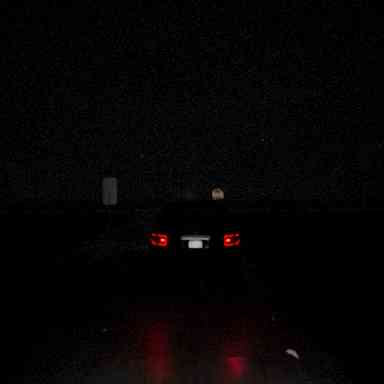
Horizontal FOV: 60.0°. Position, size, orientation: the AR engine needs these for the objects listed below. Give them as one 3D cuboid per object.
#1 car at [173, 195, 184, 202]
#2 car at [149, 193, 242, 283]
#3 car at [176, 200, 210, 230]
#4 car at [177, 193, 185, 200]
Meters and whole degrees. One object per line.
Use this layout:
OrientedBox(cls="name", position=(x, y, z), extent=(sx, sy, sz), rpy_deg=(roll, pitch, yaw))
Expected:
OrientedBox(cls="car", position=(-2.764, 1.252, 66.575), extent=(1.994, 1.385, 4.181), rpy_deg=(0, 0, 0))
OrientedBox(cls="car", position=(0.087, 1.172, 9.649), extent=(2.150, 2.045, 5.566), rpy_deg=(0, 0, 0))
OrientedBox(cls="car", position=(0.082, 1.370, 21.093), extent=(1.882, 1.535, 5.008), rpy_deg=(0, 0, 0))
OrientedBox(cls="car", position=(-2.752, 1.098, 81.931), extent=(1.882, 1.535, 5.008), rpy_deg=(0, 0, 0))
